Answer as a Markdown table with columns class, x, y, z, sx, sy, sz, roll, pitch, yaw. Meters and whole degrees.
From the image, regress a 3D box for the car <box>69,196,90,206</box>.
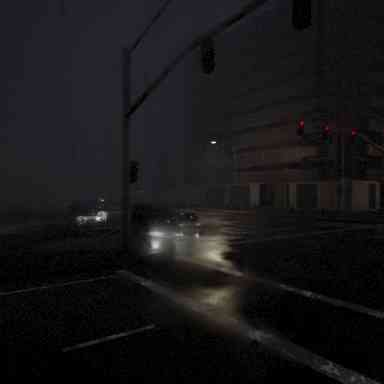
| class | x | y | z | sx | sy | sz | roll | pitch | yaw |
| --- | --- | --- | --- | --- | --- | --- | --- | --- | --- |
| car | -20.010 | 1.547 | 58.895 | 2.128 | 1.511 | 4.902 | 0 | 0 | -35 |

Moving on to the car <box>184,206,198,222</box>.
| class | x | y | z | sx | sy | sz | roll | pitch | yaw |
| --- | --- | --- | --- | --- | --- | --- | --- | --- | --- |
| car | -1.395 | 1.581 | 26.404 | 1.812 | 1.442 | 4.674 | 0 | 0 | -36 |

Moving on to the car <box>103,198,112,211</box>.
| class | x | y | z | sx | sy | sz | roll | pitch | yaw |
| --- | --- | --- | --- | --- | --- | --- | --- | --- | --- |
| car | -12.217 | 1.547 | 41.589 | 2.128 | 1.511 | 4.902 | 0 | 0 | -35 |

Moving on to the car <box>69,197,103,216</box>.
| class | x | y | z | sx | sy | sz | roll | pitch | yaw |
| --- | --- | --- | --- | --- | --- | --- | --- | --- | --- |
| car | -11.116 | 1.533 | 33.995 | 1.882 | 1.535 | 5.008 | 0 | 0 | -35 |

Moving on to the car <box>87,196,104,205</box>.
| class | x | y | z | sx | sy | sz | roll | pitch | yaw |
| --- | --- | --- | --- | --- | --- | --- | --- | --- | --- |
| car | -18.061 | 1.581 | 62.202 | 1.812 | 1.442 | 4.674 | 0 | 0 | -34 |

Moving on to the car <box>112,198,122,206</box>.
| class | x | y | z | sx | sy | sz | roll | pitch | yaw |
| --- | --- | --- | --- | --- | --- | --- | --- | --- | --- |
| car | -12.782 | 1.656 | 54.780 | 1.895 | 1.301 | 4.718 | 0 | 0 | -36 |

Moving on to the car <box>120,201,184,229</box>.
| class | x | y | z | sx | sy | sz | roll | pitch | yaw |
| --- | --- | --- | --- | --- | --- | --- | --- | --- | --- |
| car | -2.848 | 1.559 | 22.377 | 1.837 | 1.490 | 4.892 | 0 | 0 | -35 |
